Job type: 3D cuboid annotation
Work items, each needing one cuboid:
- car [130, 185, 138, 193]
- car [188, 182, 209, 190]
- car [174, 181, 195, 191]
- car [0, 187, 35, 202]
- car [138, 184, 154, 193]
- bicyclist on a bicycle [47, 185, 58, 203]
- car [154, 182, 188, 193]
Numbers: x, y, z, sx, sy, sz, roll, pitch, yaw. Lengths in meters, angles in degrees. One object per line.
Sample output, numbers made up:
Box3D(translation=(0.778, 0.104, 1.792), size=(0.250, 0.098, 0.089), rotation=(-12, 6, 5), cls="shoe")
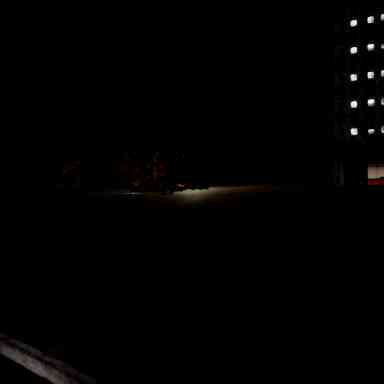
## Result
Box3D(translation=(-8.760, -0.645, 57.448), size=(1.812, 1.442, 4.674), rotation=(0, 2, 31), cls="car")
Box3D(translation=(1.500, -0.994, 62.253), size=(1.895, 1.301, 4.718), rotation=(0, 2, 29), cls="car")
Box3D(translation=(-1.377, -1.232, 63.768), size=(2.097, 1.767, 4.553), rotation=(0, 2, 29), cls="car")
Box3D(translation=(-20.626, 0.206, 38.121), size=(2.097, 1.767, 4.553), rotation=(0, 2, 32), cls="car")
Box3D(translation=(-6.057, -0.614, 55.444), size=(2.033, 1.411, 5.357), rotation=(0, 2, 30), cls="car")
Box3D(translation=(-12.698, 0.229, 30.289), size=(1.656, 1.620, 0.582), rotation=(-1, 2, 33), cls="bicyclist on a bicycle")
Box3D(translation=(-3.279, -0.619, 53.756), size=(2.033, 1.411, 5.357), rotation=(0, 2, 30), cls="car")
